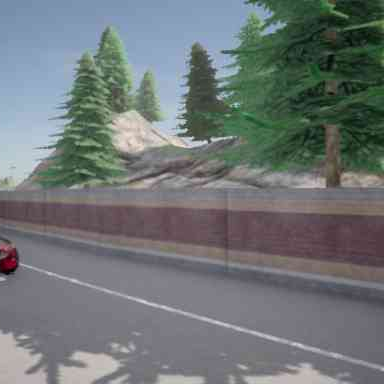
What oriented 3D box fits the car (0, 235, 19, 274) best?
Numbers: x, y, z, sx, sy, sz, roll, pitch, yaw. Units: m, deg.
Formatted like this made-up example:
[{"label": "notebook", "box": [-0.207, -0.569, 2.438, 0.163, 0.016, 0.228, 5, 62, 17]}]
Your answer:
[{"label": "car", "box": [-6.695, 1.576, 9.537, 4.181, 1.385, 1.994, 0, 0, 41]}]
